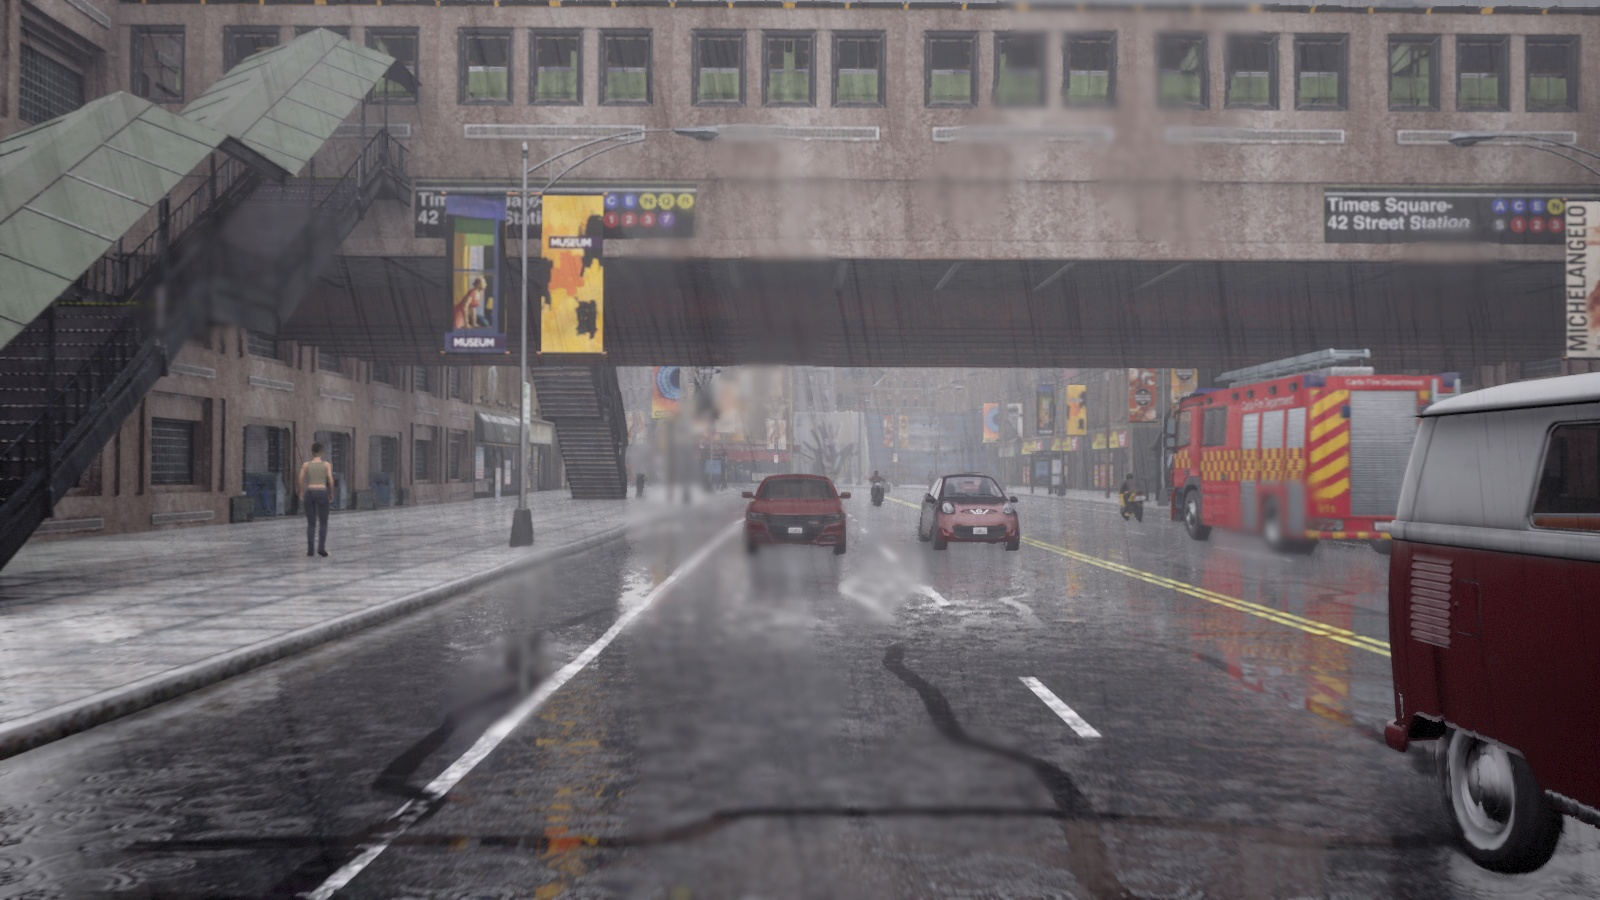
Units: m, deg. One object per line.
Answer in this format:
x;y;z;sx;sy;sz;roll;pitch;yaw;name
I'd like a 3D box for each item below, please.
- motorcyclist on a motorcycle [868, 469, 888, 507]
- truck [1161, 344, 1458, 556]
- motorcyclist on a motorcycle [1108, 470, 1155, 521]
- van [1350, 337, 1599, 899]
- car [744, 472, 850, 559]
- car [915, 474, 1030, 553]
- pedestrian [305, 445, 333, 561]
3.491;1.696;56.420;0.766;1.649;2.350;0;-1;0;motorcyclist on a motorcycle
10.440;0.060;26.967;2.891;3.827;8.468;0;-1;0;truck
10.492;1.422;39.843;0.797;1.523;2.044;-3;-1;-3;motorcyclist on a motorcycle
3.491;0.616;3.684;1.775;1.987;4.442;0;-1;0;van
-0.055;1.208;24.838;1.882;1.535;5.008;0;-1;0;car
3.446;1.246;25.736;1.845;1.501;3.633;0;-1;0;car
-7.763;0.842;20.268;0.345;1.836;0.594;0;-1;-14;pedestrian
